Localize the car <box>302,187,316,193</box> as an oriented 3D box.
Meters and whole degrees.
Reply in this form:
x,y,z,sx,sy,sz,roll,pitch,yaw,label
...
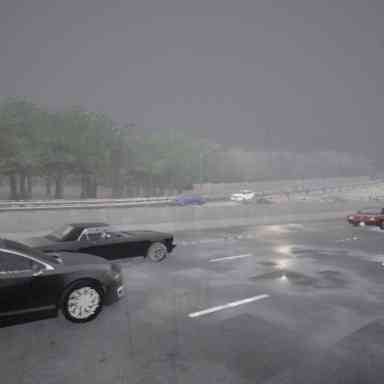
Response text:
x,y,z,sx,sy,sz,roll,pitch,yaw,label
29.181,-0.468,82.709,2.033,1.411,5.357,0,3,41,car

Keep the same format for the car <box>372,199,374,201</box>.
x,y,z,sx,sy,sz,roll,pitch,yaw,label
33.606,1.321,58.567,4.892,1.490,1.837,-1,0,-36,car

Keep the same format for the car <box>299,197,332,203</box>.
x,y,z,sx,sy,sz,roll,pitch,yaw,label
11.964,1.497,34.214,4.674,1.442,1.812,0,0,-36,car

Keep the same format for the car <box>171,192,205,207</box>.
x,y,z,sx,sy,sz,roll,pitch,yaw,label
-0.417,1.073,44.193,2.150,2.045,5.566,1,1,34,car

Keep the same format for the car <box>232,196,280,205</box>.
x,y,z,sx,sy,sz,roll,pitch,yaw,label
7.803,1.504,39.839,5.357,1.411,2.033,0,0,-36,car

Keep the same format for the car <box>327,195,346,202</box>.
x,y,z,sx,sy,sz,roll,pitch,yaw,label
20.803,1.288,49.272,4.553,1.767,2.097,0,0,-36,car

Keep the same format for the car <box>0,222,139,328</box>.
x,y,z,sx,sy,sz,roll,pitch,yaw,label
-3.562,1.499,5.512,4.892,1.490,1.837,0,0,-36,car

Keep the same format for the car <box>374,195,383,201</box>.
x,y,z,sx,sy,sz,roll,pitch,yaw,label
27.209,1.449,45.266,4.674,1.442,1.812,0,0,-36,car

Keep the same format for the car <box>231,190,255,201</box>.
x,y,z,sx,sy,sz,roll,pitch,yaw,label
8.883,0.732,57.580,2.150,2.045,5.566,0,2,36,car

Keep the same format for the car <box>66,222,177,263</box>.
x,y,z,sx,sy,sz,roll,pitch,yaw,label
-2.842,1.591,10.340,4.718,1.301,1.895,0,0,-36,car

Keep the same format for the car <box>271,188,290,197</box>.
x,y,z,sx,sy,sz,roll,pitch,yaw,label
18.784,0.173,70.452,2.150,2.045,5.566,0,3,39,car

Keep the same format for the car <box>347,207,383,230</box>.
x,y,z,sx,sy,sz,roll,pitch,yaw,label
11.846,1.584,20.921,4.718,1.301,1.895,0,0,-36,car
